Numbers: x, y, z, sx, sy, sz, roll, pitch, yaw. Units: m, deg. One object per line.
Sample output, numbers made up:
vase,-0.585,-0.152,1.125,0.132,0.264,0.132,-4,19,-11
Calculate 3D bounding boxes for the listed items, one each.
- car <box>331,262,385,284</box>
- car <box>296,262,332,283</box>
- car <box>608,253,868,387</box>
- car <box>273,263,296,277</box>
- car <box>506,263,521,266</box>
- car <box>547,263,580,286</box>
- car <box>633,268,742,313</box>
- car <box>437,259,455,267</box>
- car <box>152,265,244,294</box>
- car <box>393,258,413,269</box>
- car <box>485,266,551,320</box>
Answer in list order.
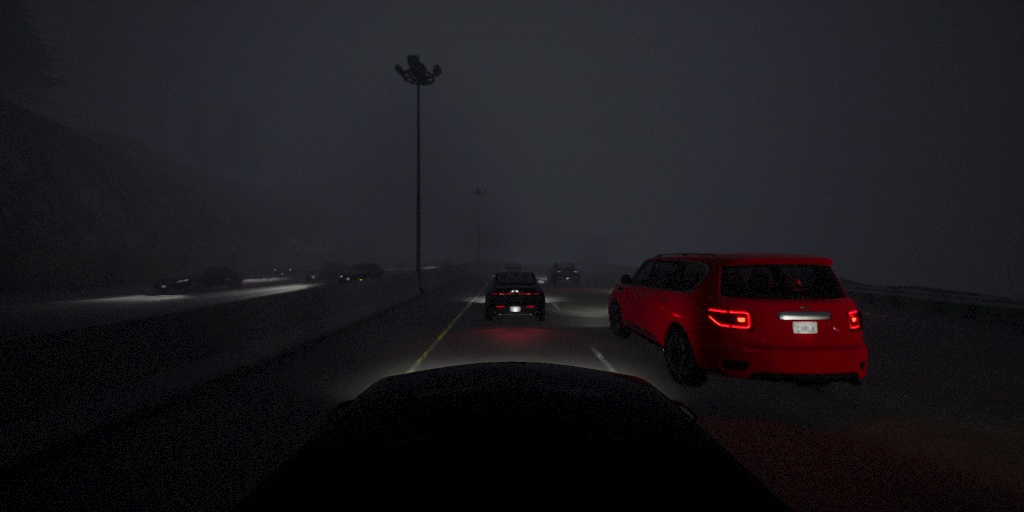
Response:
car,-10.602,1.247,25.615,1.837,1.490,4.892,0,0,0
car,-14.101,1.232,27.913,2.128,1.511,4.902,0,0,0
car,3.599,0.969,7.084,2.150,2.045,5.566,0,0,0
car,-21.100,1.339,35.153,1.895,1.301,4.718,0,0,0
car,0.095,1.302,30.752,1.994,1.385,4.181,0,0,0
car,3.596,1.232,25.527,2.128,1.511,4.902,0,0,0
car,7.098,1.291,15.312,2.033,1.411,5.357,0,0,0
car,-10.542,1.230,59.120,1.837,1.490,4.892,0,1,1
car,-17.604,1.270,20.450,1.812,1.442,4.674,0,0,0
car,-17.546,1.255,57.529,1.812,1.442,4.674,0,0,1
car,0.097,1.251,12.547,1.837,1.490,4.892,0,0,0
